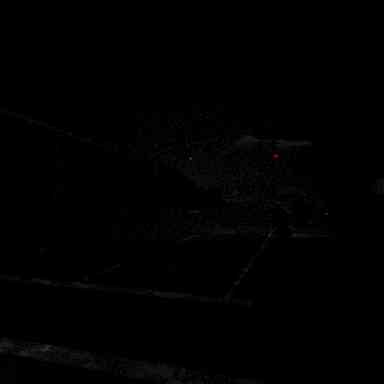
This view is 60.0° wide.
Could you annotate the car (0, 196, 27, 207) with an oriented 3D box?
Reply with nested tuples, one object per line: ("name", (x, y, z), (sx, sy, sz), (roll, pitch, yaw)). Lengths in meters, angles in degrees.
("car", (-26.221, 1.345, 47.182), (4.902, 1.511, 2.128), (0, 0, 19))

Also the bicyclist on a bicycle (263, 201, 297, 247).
("bicyclist on a bicycle", (3.409, 1.239, 12.652), (0.582, 1.620, 1.656), (-23, -13, 33))

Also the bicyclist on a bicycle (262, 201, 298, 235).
("bicyclist on a bicycle", (4.341, 1.259, 16.434), (1.656, 1.620, 0.582), (0, 0, 15))

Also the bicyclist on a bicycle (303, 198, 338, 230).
("bicyclist on a bicycle", (6.471, 1.108, 16.761), (1.656, 1.620, 0.582), (0, 0, 20))

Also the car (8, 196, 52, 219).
("car", (-13.156, 1.250, 27.426), (3.866, 1.878, 1.905), (0, 0, 18))
